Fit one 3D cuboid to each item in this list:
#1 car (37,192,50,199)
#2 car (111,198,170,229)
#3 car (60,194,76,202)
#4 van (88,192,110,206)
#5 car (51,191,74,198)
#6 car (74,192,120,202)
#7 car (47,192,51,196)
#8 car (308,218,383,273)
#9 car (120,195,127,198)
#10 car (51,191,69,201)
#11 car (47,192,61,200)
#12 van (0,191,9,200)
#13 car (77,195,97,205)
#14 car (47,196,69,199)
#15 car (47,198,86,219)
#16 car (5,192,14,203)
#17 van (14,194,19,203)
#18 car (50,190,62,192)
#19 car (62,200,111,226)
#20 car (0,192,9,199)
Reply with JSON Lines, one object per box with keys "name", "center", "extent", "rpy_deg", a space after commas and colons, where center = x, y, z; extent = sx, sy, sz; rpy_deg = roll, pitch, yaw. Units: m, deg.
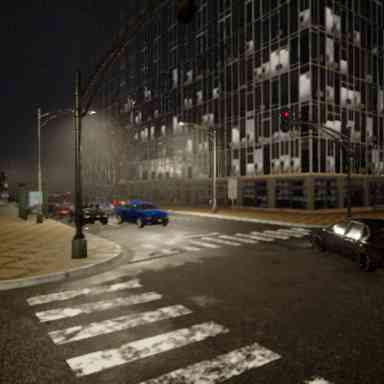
{"name": "car", "center": [-35.285, 0.803, 78.867], "extent": [2.008, 1.369, 4.403], "rpy_deg": [0, 1, -34]}
{"name": "car", "center": [-3.289, 1.389, 21.678], "extent": [1.882, 1.535, 5.008], "rpy_deg": [-1, 1, -34]}
{"name": "car", "center": [-22.473, 1.049, 60.088], "extent": [1.802, 1.307, 4.206], "rpy_deg": [0, 1, -34]}
{"name": "van", "center": [-12.863, 0.967, 46.000], "extent": [1.690, 1.788, 3.998], "rpy_deg": [0, 1, -34]}
{"name": "car", "center": [-13.918, 1.094, 37.273], "extent": [2.097, 1.767, 4.553], "rpy_deg": [-1, 1, -34]}
{"name": "car", "center": [-8.451, 1.181, 29.246], "extent": [2.097, 1.767, 4.553], "rpy_deg": [-1, 1, -34]}
{"name": "car", "center": [-19.682, 1.173, 45.803], "extent": [1.812, 1.442, 4.674], "rpy_deg": [-1, 1, -34]}
{"name": "car", "center": [5.689, 1.573, 10.851], "extent": [2.033, 1.411, 5.357], "rpy_deg": [0, 1, -3]}
{"name": "car", "center": [-7.978, 1.116, 34.220], "extent": [2.097, 1.767, 4.553], "rpy_deg": [-1, 1, -34]}
{"name": "car", "center": [-25.675, 0.728, 64.781], "extent": [2.192, 1.841, 5.009], "rpy_deg": [0, 1, -34]}
{"name": "car", "center": [-28.878, 0.800, 69.477], "extent": [1.967, 1.590, 4.097], "rpy_deg": [0, 1, -34]}
{"name": "van", "center": [-39.004, 0.727, 69.449], "extent": [1.690, 1.788, 3.998], "rpy_deg": [0, 1, -34]}
{"name": "car", "center": [-16.067, 1.156, 50.697], "extent": [1.802, 1.307, 4.206], "rpy_deg": [0, 1, -34]}
{"name": "car", "center": [-13.426, 1.375, 31.862], "extent": [1.947, 1.339, 4.313], "rpy_deg": [0, 1, -34]}
{"name": "car", "center": [-10.271, 1.443, 27.134], "extent": [1.802, 1.307, 4.206], "rpy_deg": [0, 1, -34]}
{"name": "car", "center": [-29.396, 1.098, 55.366], "extent": [2.008, 1.369, 4.403], "rpy_deg": [0, 1, -34]}
{"name": "van", "center": [-22.988, 0.995, 45.974], "extent": [1.690, 1.788, 3.998], "rpy_deg": [0, 1, -34]}
{"name": "car", "center": [-23.266, 0.736, 56.634], "extent": [2.150, 2.045, 5.566], "rpy_deg": [-1, 1, -34]}
{"name": "car", "center": [-7.082, 1.479, 22.427], "extent": [1.947, 1.339, 4.313], "rpy_deg": [0, 1, -34]}
{"name": "car", "center": [-42.207, 0.772, 74.145], "extent": [1.967, 1.590, 4.097], "rpy_deg": [0, 1, -34]}
